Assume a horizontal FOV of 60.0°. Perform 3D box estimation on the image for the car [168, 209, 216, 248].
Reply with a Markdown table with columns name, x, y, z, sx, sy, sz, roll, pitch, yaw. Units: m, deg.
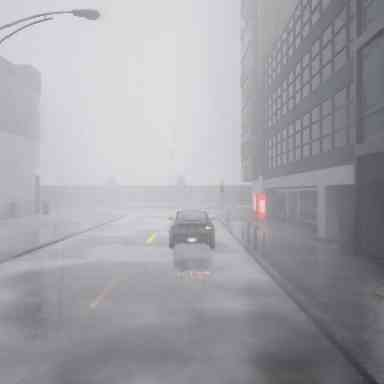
| name | x | y | z | sx | sy | sz | roll | pitch | yaw |
| --- | --- | --- | --- | --- | --- | --- | --- | --- | --- |
| car | 0.000 | 1.515 | 14.650 | 1.837 | 1.490 | 4.892 | 0 | 0 | 0 |
